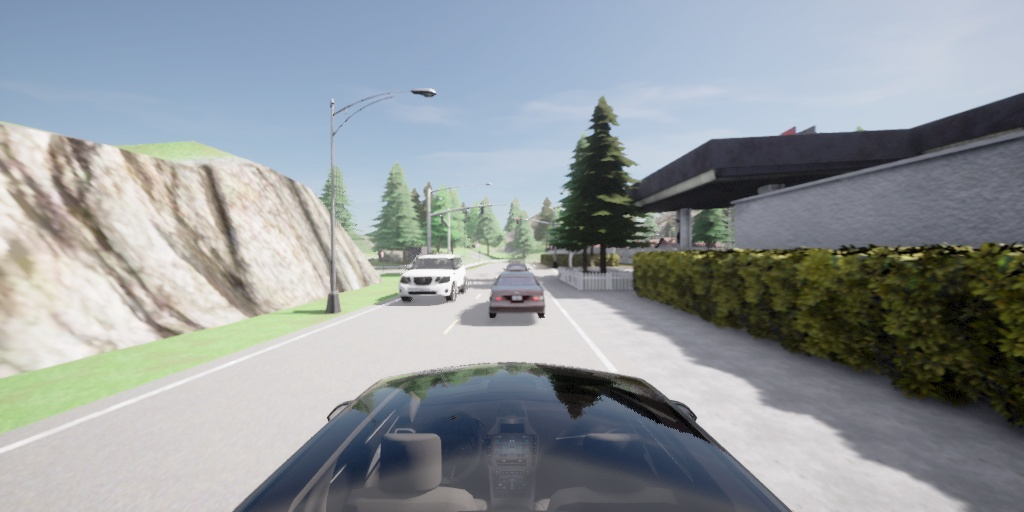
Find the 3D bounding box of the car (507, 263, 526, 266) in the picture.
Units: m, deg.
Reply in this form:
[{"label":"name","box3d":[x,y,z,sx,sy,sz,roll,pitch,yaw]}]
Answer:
[{"label":"car","box3d":[0.316,1.199,24.179,1.812,1.442,4.674,0,0,0]}]

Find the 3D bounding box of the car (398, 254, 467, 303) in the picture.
[{"label":"car","box3d":[-3.468,0.937,16.742,2.150,2.045,5.566,0,0,1]}]

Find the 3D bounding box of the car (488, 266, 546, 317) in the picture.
[{"label":"car","box3d":[0.176,1.259,12.900,2.033,1.411,5.357,0,0,1]}]
